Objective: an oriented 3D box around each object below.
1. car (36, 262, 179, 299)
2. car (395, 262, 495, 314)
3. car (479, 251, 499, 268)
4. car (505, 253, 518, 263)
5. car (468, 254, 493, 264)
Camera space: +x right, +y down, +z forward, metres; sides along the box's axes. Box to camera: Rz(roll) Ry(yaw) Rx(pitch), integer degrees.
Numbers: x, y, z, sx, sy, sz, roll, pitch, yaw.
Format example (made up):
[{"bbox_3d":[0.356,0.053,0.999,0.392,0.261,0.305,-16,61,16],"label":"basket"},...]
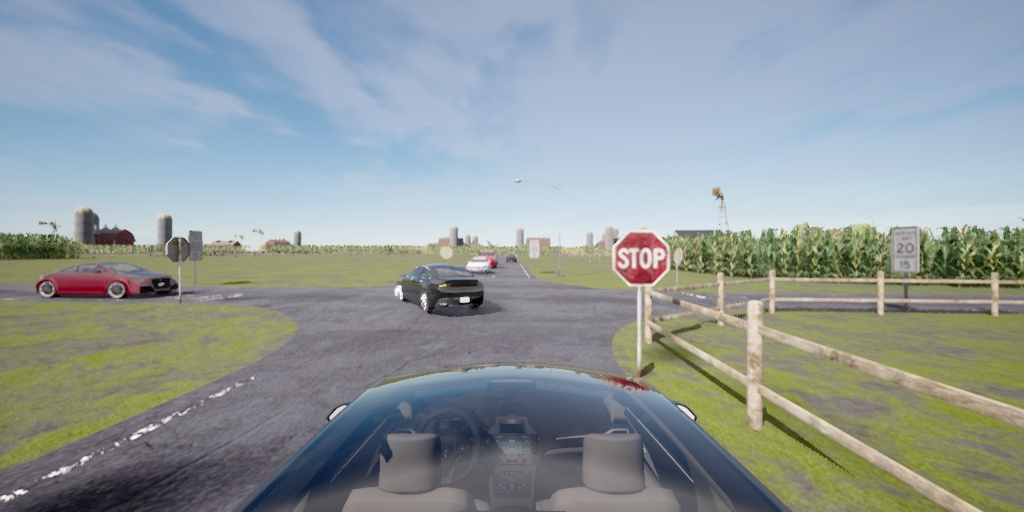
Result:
[{"bbox_3d":[-16.270,0.949,14.567,4.181,1.385,1.994,1,0,-1],"label":"car"},{"bbox_3d":[-2.741,1.047,12.907,1.837,1.490,4.892,1,0,-33],"label":"car"},{"bbox_3d":[-2.933,0.392,41.823,2.150,2.045,5.566,0,1,0],"label":"car"},{"bbox_3d":[-0.133,0.389,60.685,1.837,1.490,4.892,0,1,0],"label":"car"},{"bbox_3d":[-2.911,0.844,31.886,1.812,1.442,4.674,0,1,0],"label":"car"}]
